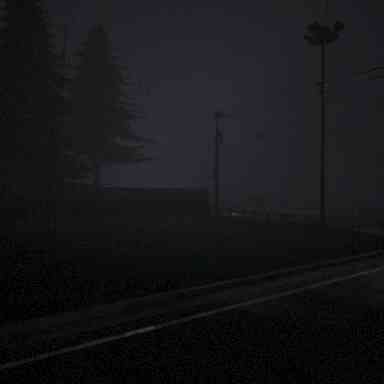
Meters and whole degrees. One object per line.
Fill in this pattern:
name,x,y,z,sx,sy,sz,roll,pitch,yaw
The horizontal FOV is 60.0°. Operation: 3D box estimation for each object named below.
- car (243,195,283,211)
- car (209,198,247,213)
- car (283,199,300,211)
car,9.140,1.488,45.452,2.150,2.045,5.566,1,0,-36
car,3.847,1.760,40.824,2.033,1.411,5.357,1,0,-36
car,12.672,1.774,46.551,1.882,1.535,5.008,1,0,-36
